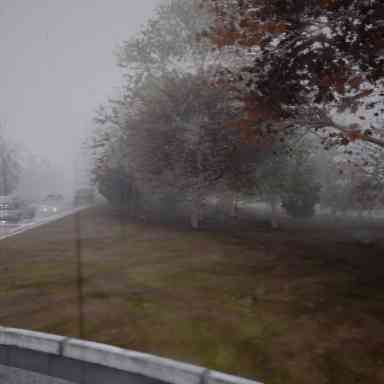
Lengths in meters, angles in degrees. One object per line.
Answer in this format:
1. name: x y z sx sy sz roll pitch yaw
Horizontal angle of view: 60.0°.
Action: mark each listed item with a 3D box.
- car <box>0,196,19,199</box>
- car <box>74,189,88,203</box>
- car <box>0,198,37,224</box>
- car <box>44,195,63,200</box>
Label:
1. car: -16.920 1.109 30.324 1.882 1.535 5.008 0 1 -9
2. car: -16.256 0.564 50.167 2.150 2.045 5.566 0 1 -9
3. car: -11.960 1.329 22.149 1.895 1.301 4.718 0 1 -8
4. car: -19.320 0.678 46.493 1.994 1.385 4.181 0 1 -9
